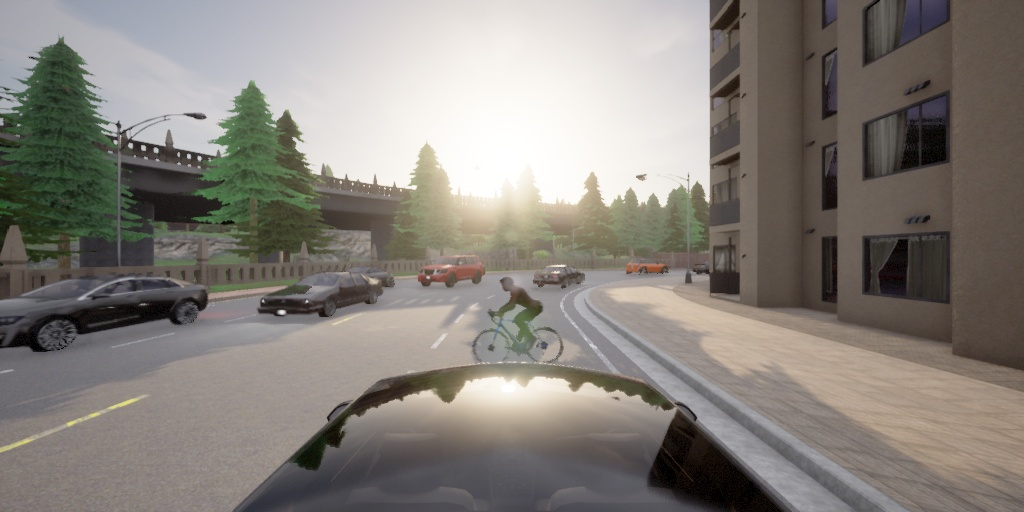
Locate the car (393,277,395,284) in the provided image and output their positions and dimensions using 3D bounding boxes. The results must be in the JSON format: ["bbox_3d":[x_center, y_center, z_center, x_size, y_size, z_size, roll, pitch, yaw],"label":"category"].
[{"bbox_3d":[-8.740,1.306,20.961,1.994,1.385,4.181,0,0,16],"label":"car"}]

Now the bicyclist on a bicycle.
[{"bbox_3d":[0.089,1.194,6.526,1.656,1.620,0.582,-2,0,0],"label":"bicyclist on a bicycle"}]

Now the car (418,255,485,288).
[{"bbox_3d":[-3.982,0.962,24.358,2.150,2.045,5.566,0,0,24],"label":"car"}]

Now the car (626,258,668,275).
[{"bbox_3d":[14.410,1.087,38.155,4.553,1.767,2.097,0,0,-26],"label":"car"}]

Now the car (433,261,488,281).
[{"bbox_3d":[-4.378,1.215,31.124,1.882,1.535,5.008,0,0,33],"label":"car"}]

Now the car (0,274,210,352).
[{"bbox_3d":[-10.344,1.239,9.008,2.128,1.511,4.902,0,0,3],"label":"car"}]

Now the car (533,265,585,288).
[{"bbox_3d":[3.185,1.288,23.557,2.033,1.411,5.357,0,0,28],"label":"car"}]

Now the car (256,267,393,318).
[{"bbox_3d":[-6.651,1.292,13.340,2.033,1.411,5.357,0,0,5],"label":"car"}]

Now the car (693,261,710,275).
[{"bbox_3d":[21.055,1.226,36.757,4.902,1.511,2.128,0,0,-12],"label":"car"}]
